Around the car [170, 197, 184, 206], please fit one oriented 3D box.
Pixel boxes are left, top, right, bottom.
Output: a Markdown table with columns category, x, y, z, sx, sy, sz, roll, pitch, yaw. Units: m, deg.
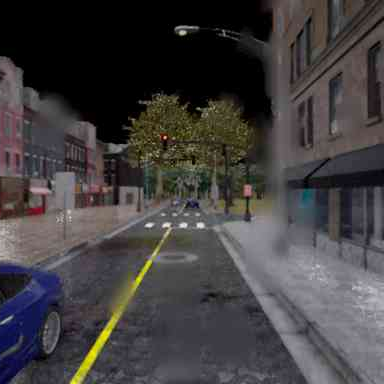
| category | x | y | z | sx | sy | sz | roll | pitch | yaw |
| --- | --- | --- | --- | --- | --- | --- | --- | --- | --- |
| car | -2.792 | 1.689 | 58.171 | 2.128 | 1.511 | 4.902 | 0 | 0 | 0 |

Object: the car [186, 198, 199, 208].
| category | x | y | z | sx | sy | sz | roll | pitch | yaw |
| --- | --- | --- | --- | --- | --- | --- | --- | --- | --- |
| car | 0.083 | 1.647 | 52.069 | 1.882 | 1.535 | 5.008 | 0 | 0 | 0 |

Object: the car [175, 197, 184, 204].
| category | x | y | z | sx | sy | sz | roll | pitch | yaw |
| --- | --- | --- | --- | --- | --- | --- | --- | --- | --- |
| car | -2.759 | 1.802 | 73.625 | 2.033 | 1.411 | 5.357 | 0 | 0 | -2 |

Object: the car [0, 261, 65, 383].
| category | x | y | z | sx | sy | sz | roll | pitch | yaw |
| --- | --- | --- | --- | --- | --- | --- | --- | --- | --- |
| car | -2.840 | 1.533 | 3.289 | 1.812 | 1.442 | 4.674 | 0 | 0 | 1 |
